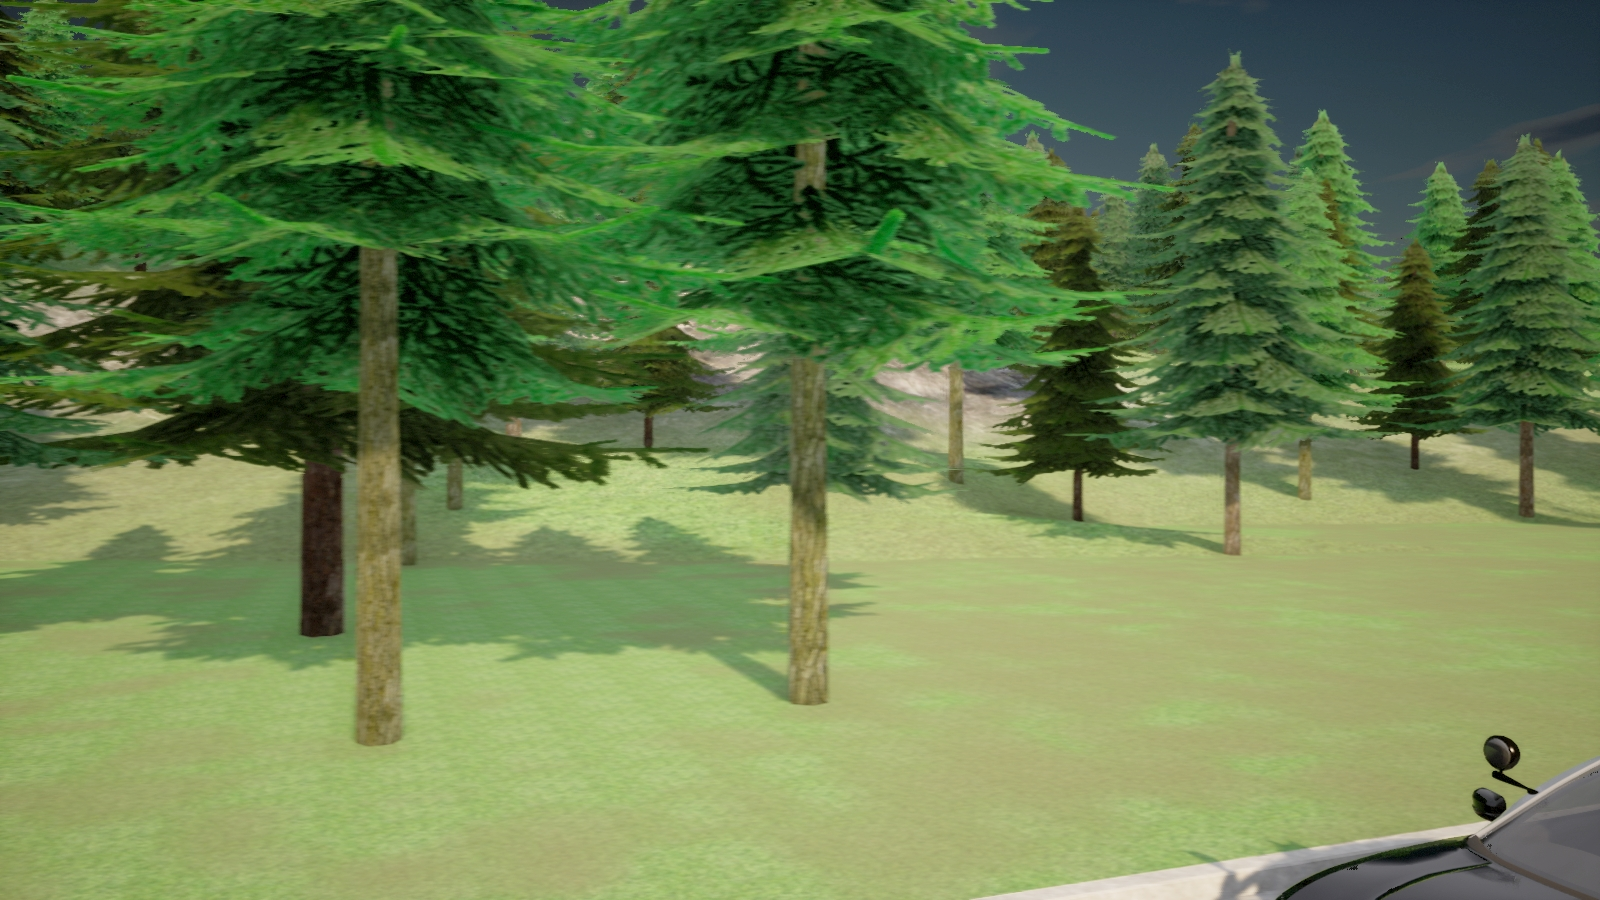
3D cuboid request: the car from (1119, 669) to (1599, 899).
[{"bbox_3d":[4.226,1.982,4.953,5.238,1.638,2.097,0,0,-20],"label":"car"}]
